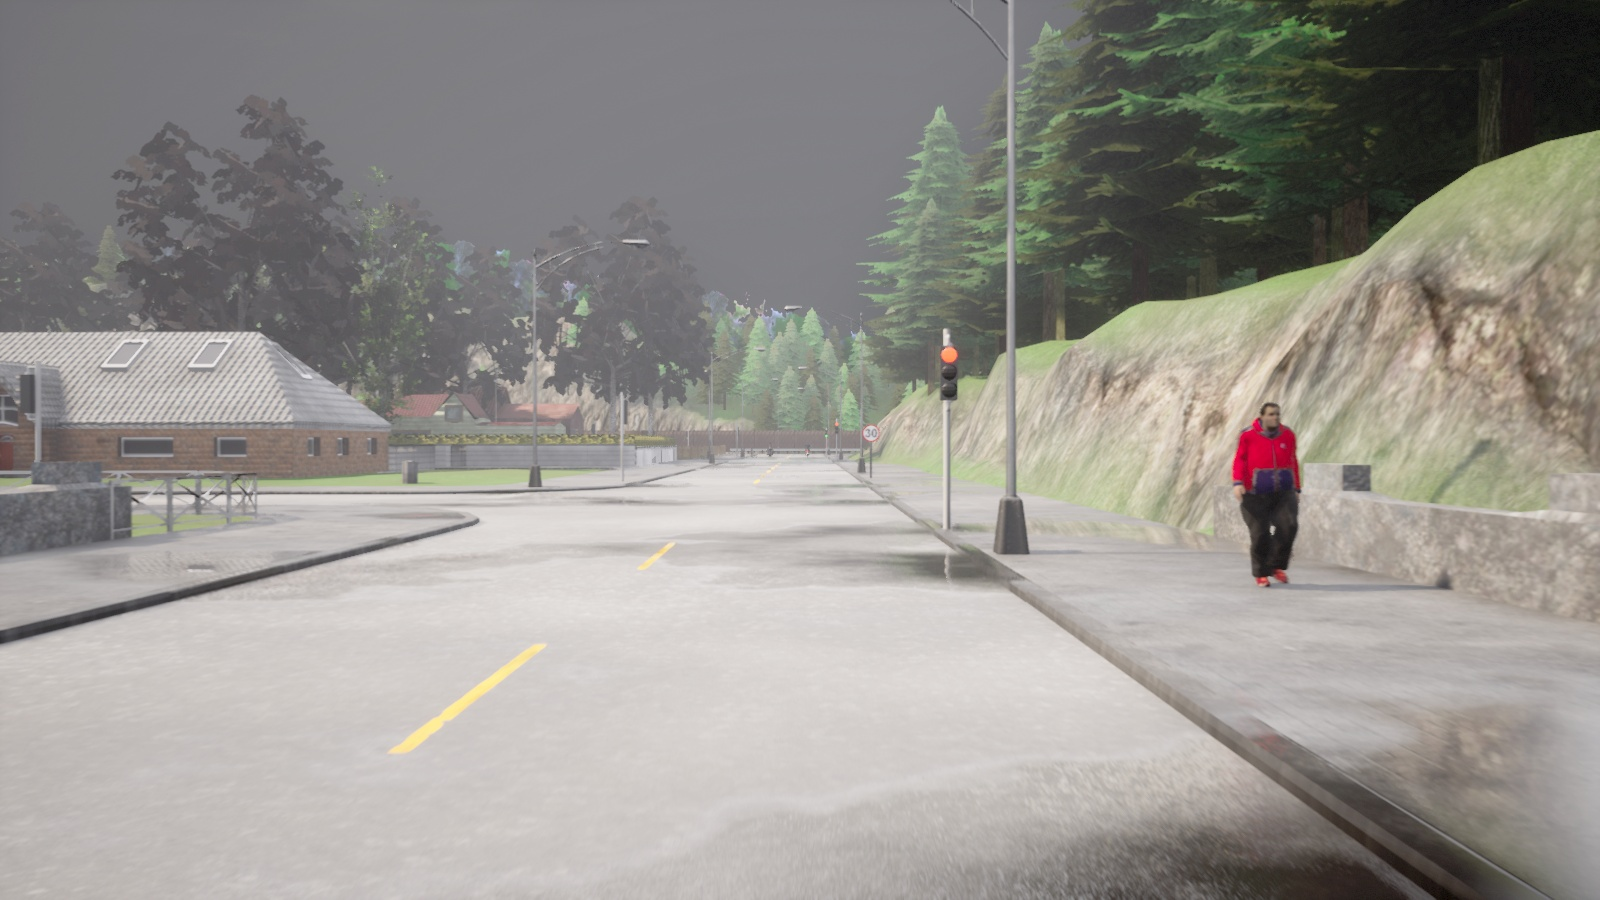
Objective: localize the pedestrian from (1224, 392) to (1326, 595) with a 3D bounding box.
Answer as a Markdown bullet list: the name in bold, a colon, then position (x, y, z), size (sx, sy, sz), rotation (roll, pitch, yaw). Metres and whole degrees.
- **pedestrian**: position (4.462, 0.393, 11.844), size (0.634, 1.844, 0.899), rotation (0, 0, 2)
